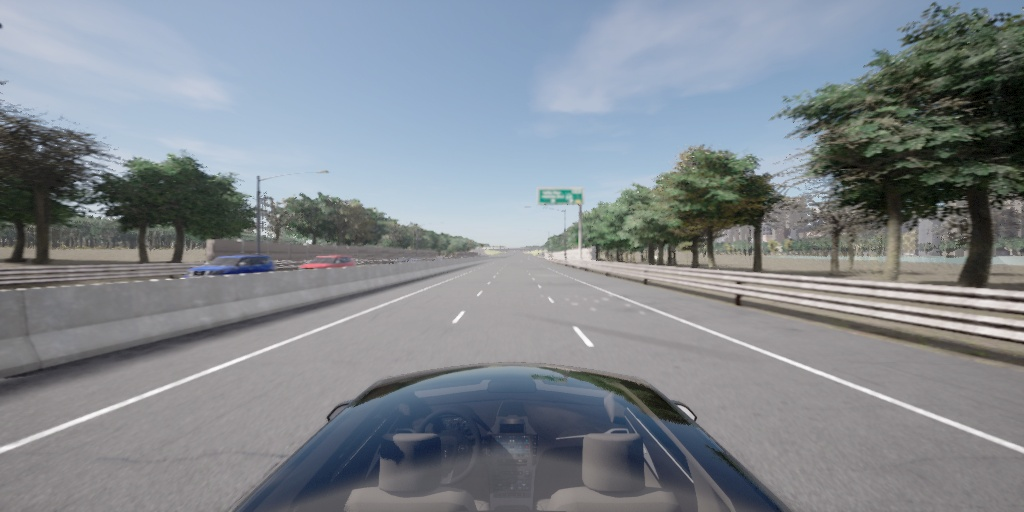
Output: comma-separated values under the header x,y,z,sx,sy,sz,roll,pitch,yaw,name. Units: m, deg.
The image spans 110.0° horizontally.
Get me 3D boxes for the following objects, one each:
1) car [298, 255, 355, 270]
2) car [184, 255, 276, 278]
x,y,z,sx,sy,sz,roll,pitch,yaw,name
-14.009,0.954,27.471,2.150,2.045,5.566,0,0,1,car
-17.545,0.959,22.762,2.150,2.045,5.566,0,0,0,car
